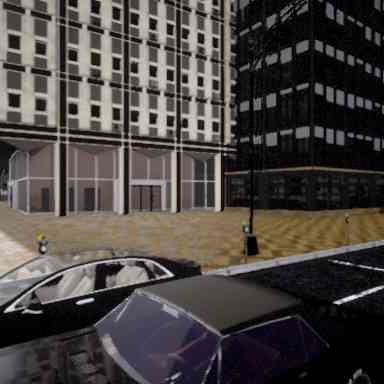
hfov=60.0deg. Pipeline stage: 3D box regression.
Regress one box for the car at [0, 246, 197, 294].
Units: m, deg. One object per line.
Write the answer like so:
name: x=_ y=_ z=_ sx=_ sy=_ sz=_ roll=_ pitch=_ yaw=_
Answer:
car: x=-1.757 y=1.552 z=4.848 sx=4.403 sy=1.369 sz=2.008 roll=0 pitch=0 yaw=-35

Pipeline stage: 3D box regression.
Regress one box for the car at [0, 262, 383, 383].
car: x=-0.079 y=1.602 z=3.023 sx=4.718 sy=1.301 sz=1.895 roll=0 pitch=0 yaw=-36
